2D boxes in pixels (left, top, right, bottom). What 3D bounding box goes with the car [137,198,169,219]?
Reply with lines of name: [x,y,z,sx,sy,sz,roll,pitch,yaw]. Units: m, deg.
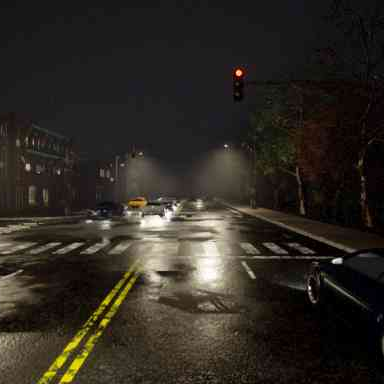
car: [-3.362,1.518,29.512,1.812,1.442,4.674,0,0,0]

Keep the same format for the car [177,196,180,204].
car: [-3.357,1.583,52.674,1.895,1.301,4.718,0,0,0]

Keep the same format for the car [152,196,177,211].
car: [-3.363,1.479,41.043,2.128,1.511,4.902,0,0,0]

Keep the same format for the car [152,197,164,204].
car: [-6.569,1.578,65.324,1.895,1.301,4.718,0,0,0]

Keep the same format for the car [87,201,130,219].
car: [-7.403,1.518,29.307,1.812,1.442,4.674,0,0,11]

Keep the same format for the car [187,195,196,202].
car: [-0.037,1.494,79.776,2.128,1.511,4.902,0,0,0]

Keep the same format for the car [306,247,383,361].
car: [3.335,1.563,5.273,1.994,1.385,4.181,0,0,1]

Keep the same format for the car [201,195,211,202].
car: [3.212,1.509,78.552,2.033,1.411,5.357,0,0,0]

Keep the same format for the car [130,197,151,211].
car: [-6.615,1.465,41.166,1.882,1.535,5.008,0,0,0]

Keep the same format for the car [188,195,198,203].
car: [0.068,1.500,69.695,1.812,1.442,4.674,0,0,0]

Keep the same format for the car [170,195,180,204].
car: [-3.319,1.454,65.596,1.882,1.535,5.008,0,0,0]

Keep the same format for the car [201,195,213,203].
car: [3.320,1.467,68.368,2.128,1.511,4.902,0,0,0]
